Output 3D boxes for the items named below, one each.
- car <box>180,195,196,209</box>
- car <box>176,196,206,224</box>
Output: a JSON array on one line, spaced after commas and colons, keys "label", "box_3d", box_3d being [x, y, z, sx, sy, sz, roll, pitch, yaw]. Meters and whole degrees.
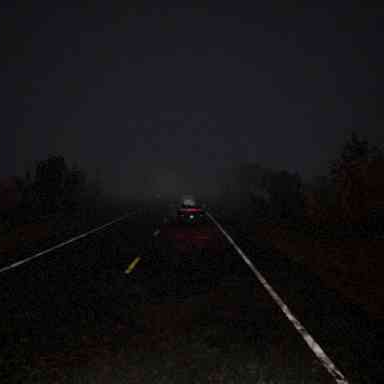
[{"label": "car", "box_3d": [-0.543, 1.162, 40.366, 1.812, 1.442, 4.674, 0, 1, -2]}, {"label": "car", "box_3d": [-0.064, 1.298, 22.699, 2.128, 1.511, 4.902, 0, 0, -1]}]
